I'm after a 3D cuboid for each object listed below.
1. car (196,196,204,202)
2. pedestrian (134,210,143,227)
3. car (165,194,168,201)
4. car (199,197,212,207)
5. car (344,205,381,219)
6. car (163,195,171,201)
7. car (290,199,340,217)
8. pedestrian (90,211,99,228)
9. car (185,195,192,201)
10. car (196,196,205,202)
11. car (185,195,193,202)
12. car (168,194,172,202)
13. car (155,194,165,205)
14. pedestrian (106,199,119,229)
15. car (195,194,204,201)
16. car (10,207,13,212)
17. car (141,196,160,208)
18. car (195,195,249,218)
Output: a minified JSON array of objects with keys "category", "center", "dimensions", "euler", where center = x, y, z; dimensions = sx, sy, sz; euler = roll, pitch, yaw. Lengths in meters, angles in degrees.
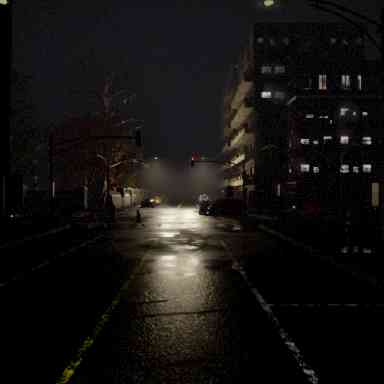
[{"category":"car","center":[1.888,1.642,81.381],"dimensions":[1.887,1.381,4.507],"euler":[0,0,-1]},{"category":"pedestrian","center":[-3.366,1.661,21.213],"dimensions":[0.500,1.100,0.500],"euler":[0,0,-1]},{"category":"car","center":[-6.324,1.377,64.409],"dimensions":[2.192,1.841,5.009],"euler":[0,0,-1]},{"category":"car","center":[2.167,1.588,53.231],"dimensions":[1.887,1.381,4.507],"euler":[0,0,-1]},{"category":"car","center":[17.662,1.975,32.865],"dimensions":[4.718,1.301,1.895],"euler":[1,0,-1]},{"category":"car","center":[-6.547,1.550,86.928],"dimensions":[1.967,1.590,4.097],"euler":[0,0,-1]},{"category":"car","center":[13.118,1.619,35.386],"dimensions":[5.009,1.841,2.192],"euler":[1,-1,-1]},{"category":"pedestrian","center":[-6.041,1.682,20.670],"dimensions":[0.500,1.100,0.500],"euler":[0,0,-1]},{"category":"car","center":[-0.856,1.486,86.708],"dimensions":[1.837,1.490,4.892],"euler":[0,0,-1]},{"category":"car","center":[1.943,1.635,75.751],"dimensions":[2.008,1.369,4.403],"euler":[0,0,-1]},{"category":"car","center":[-0.754,1.624,76.289],"dimensions":[2.033,1.411,5.357],"euler":[0,0,-1]},{"category":"car","center":[-6.492,1.537,81.299],"dimensions":[1.967,1.590,4.097],"euler":[0,0,-1]},{"category":"car","center":[-6.266,1.577,58.609],"dimensions":[1.752,1.417,4.829],"euler":[0,0,-1]},{"category":"pedestrian","center":[-4.777,1.301,20.002],"dimensions":[0.375,1.860,0.375],"euler":[0,0,-1]},{"category":"car","center":[1.833,1.425,87.011],"dimensions":[2.192,1.841,5.009],"euler":[0,0,-1]},{"category":"car","center":[-18.585,1.256,28.960],"dimensions":[5.357,1.411,2.033],"euler":[1,0,-1]},{"category":"car","center":[-6.157,1.601,47.518],"dimensions":[1.947,1.339,4.313],"euler":[0,0,-1]},{"category":"car","center":[2.914,1.383,30.688],"dimensions":[4.553,1.767,2.097],"euler":[0,0,-24]}]
